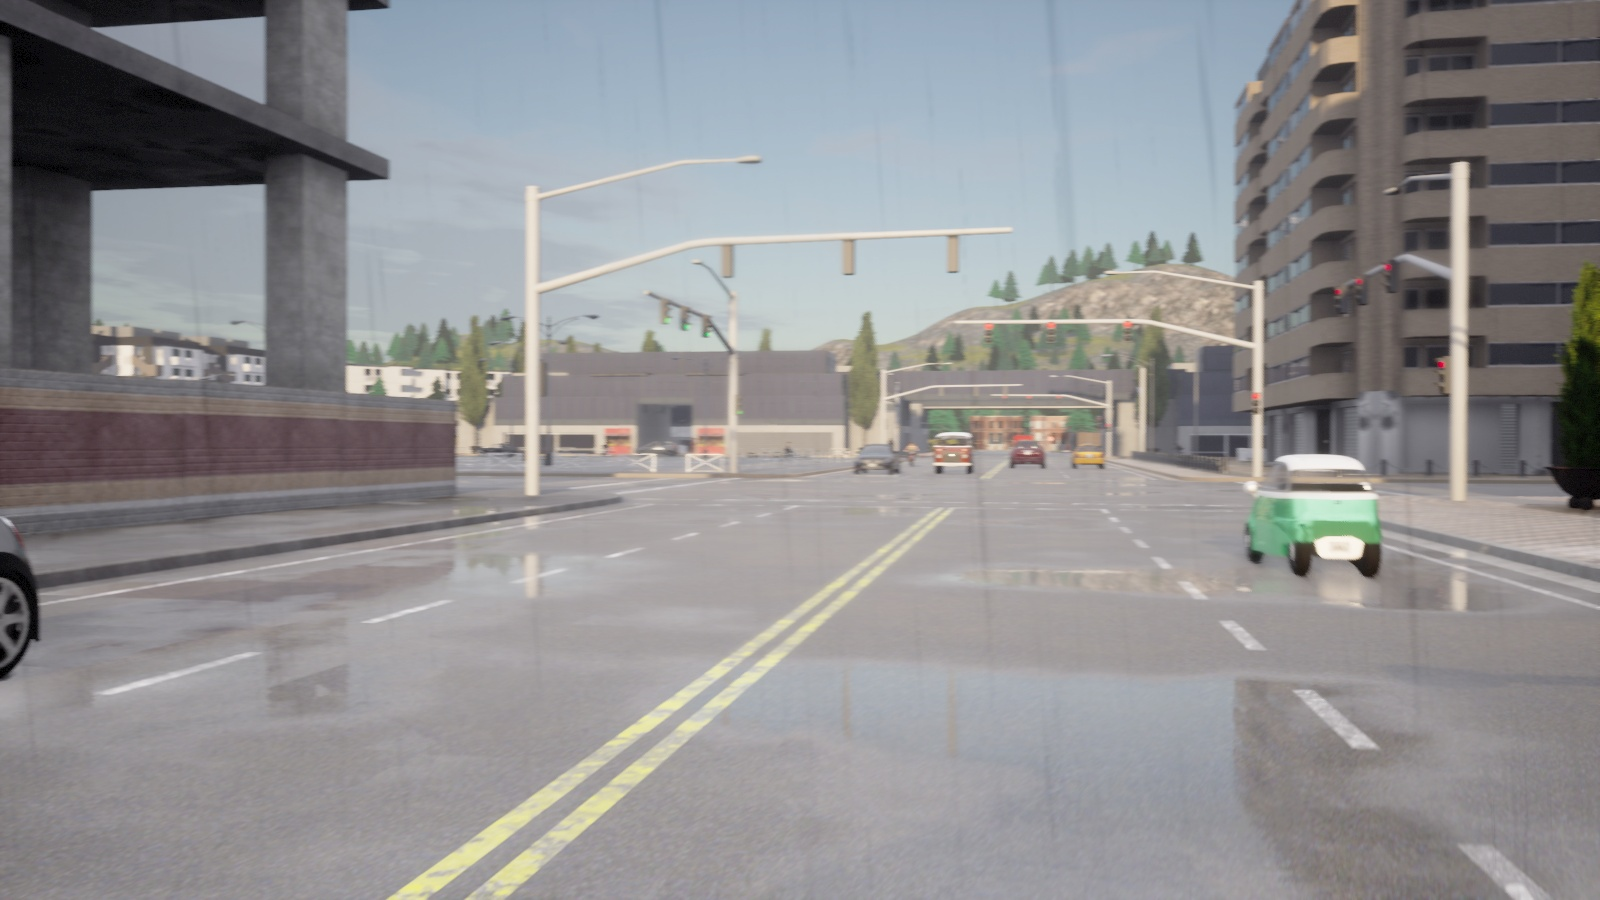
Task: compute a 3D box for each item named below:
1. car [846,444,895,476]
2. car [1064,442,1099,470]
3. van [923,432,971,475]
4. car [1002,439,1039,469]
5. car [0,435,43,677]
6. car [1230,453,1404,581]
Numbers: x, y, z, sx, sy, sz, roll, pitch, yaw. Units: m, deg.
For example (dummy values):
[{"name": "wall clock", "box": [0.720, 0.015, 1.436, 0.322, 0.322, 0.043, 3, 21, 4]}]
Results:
[{"name": "car", "box": [3.405, 0.439, 59.965, 1.812, 1.442, 4.674, 0, 0, 10]}, {"name": "car", "box": [16.638, 0.323, 74.455, 1.801, 1.575, 5.366, 0, 0, 10]}, {"name": "van", "box": [7.204, 0.144, 61.337, 2.069, 2.038, 4.480, 0, 0, 10]}, {"name": "car", "box": [13.314, 0.221, 75.750, 2.097, 1.767, 4.553, 0, 0, 10]}, {"name": "car", "box": [-6.115, 0.650, 6.279, 1.970, 1.475, 3.806, 0, 0, 10]}, {"name": "car", "box": [6.098, 0.739, 15.021, 1.481, 1.376, 2.207, 0, 1, 10]}]
